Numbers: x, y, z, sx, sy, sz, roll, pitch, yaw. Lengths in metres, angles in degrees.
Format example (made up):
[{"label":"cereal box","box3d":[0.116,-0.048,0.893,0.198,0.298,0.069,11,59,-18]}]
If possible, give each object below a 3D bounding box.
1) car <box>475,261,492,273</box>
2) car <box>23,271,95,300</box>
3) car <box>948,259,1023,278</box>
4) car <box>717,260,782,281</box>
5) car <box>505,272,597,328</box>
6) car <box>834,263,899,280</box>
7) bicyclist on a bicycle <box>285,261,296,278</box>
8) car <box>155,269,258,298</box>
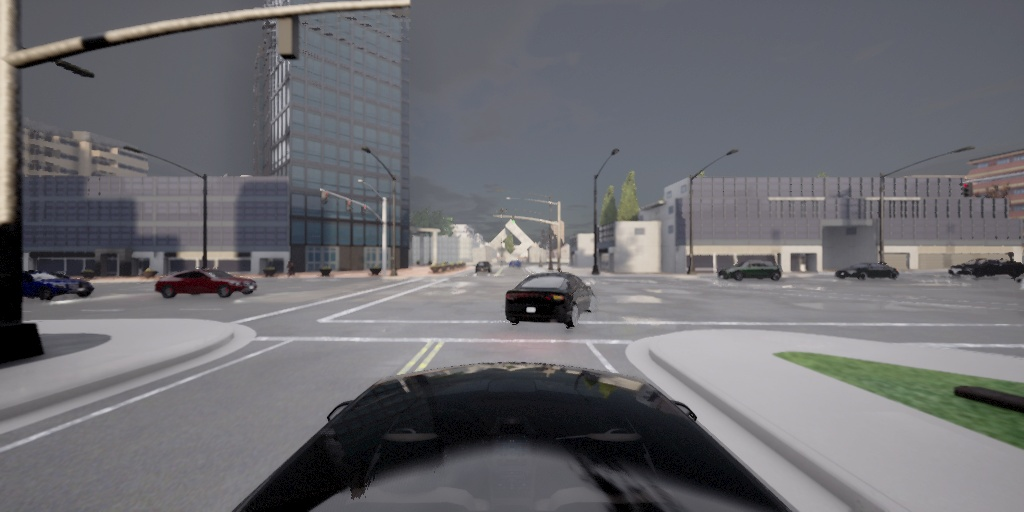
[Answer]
[{"label":"car","box3d":[-3.582,1.366,45.393,1.882,1.535,5.008,0,0,0]},{"label":"car","box3d":[-25.263,1.540,19.082,4.674,1.442,1.812,-1,0,0]},{"label":"car","box3d":[39.961,1.014,30.294,4.902,1.511,2.128,-1,0,0]},{"label":"car","box3d":[19.845,1.147,30.148,4.553,1.767,2.097,0,0,0]},{"label":"car","box3d":[1.438,1.267,11.737,1.882,1.535,5.008,-1,0,22]},{"label":"car","box3d":[29.817,1.284,30.217,4.181,1.385,1.994,-1,0,-1]},{"label":"bicyclist on a bicycle","box3d":[-21.987,1.324,35.599,0.582,1.620,1.656,-1,0,0]},{"label":"car","box3d":[-16.259,1.438,19.160,4.674,1.442,1.812,-1,0,-1]}]
